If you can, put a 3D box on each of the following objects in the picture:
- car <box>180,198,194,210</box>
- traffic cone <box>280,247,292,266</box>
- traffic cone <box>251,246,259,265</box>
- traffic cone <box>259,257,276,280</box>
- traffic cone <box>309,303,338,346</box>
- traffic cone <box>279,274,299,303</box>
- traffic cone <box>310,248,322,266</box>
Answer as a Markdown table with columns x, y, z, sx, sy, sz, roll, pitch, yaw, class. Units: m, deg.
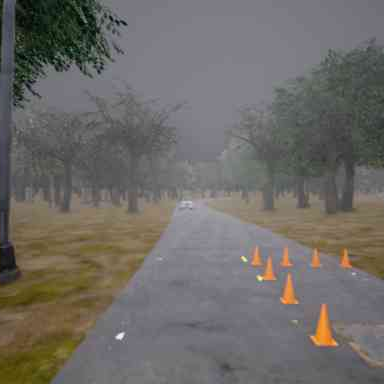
| x | y | z | sx | sy | sz | roll | pitch | yaw | class |
| --- | --- | --- | --- | --- | --- | --- | --- | --- | --- |
| -0.937 | 1.977 | 57.289 | 2.150 | 2.045 | 5.566 | 1 | -1 | -2 | car |
| 3.186 | 2.159 | 11.257 | 0.340 | 0.580 | 0.340 | 1 | -1 | 1 | traffic cone |
| 2.186 | 2.135 | 11.273 | 0.340 | 0.580 | 0.340 | 1 | -1 | 1 | traffic cone |
| 2.153 | 2.111 | 9.274 | 0.340 | 0.580 | 0.340 | 1 | -1 | 1 | traffic cone |
| 2.087 | 2.064 | 5.275 | 0.340 | 0.580 | 0.340 | 1 | -1 | 1 | traffic cone |
| 2.120 | 2.088 | 7.274 | 0.340 | 0.580 | 0.340 | 1 | -1 | 1 | traffic cone |
| 4.185 | 2.184 | 11.240 | 0.340 | 0.580 | 0.340 | 1 | -1 | 1 | traffic cone |
